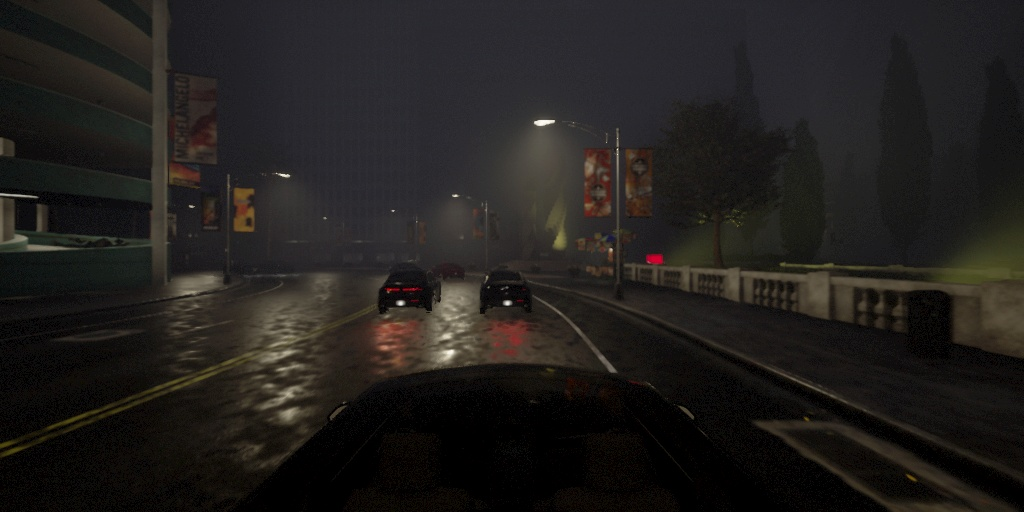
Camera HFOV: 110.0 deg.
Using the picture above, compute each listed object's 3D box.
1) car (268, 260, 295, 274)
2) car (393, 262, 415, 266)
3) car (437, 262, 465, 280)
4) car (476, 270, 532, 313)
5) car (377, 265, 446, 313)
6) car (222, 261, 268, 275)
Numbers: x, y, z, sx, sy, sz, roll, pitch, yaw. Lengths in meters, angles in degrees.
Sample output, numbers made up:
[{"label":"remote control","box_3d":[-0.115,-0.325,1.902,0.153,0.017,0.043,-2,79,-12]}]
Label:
[{"label":"car","box_3d":[-28.379,1.313,43.286,5.008,1.535,1.882,0,0,25]},{"label":"car","box_3d":[-9.117,1.282,30.143,1.882,1.535,5.008,0,0,-29]},{"label":"car","box_3d":[-5.699,1.283,31.164,1.882,1.535,5.008,0,0,-28]},{"label":"car","box_3d":[-0.374,1.279,14.183,1.837,1.490,4.892,0,0,-5]},{"label":"car","box_3d":[-3.871,1.280,14.124,1.837,1.490,4.892,0,0,-6]},{"label":"car","box_3d":[-30.467,1.323,40.417,4.902,1.511,2.128,0,0,24]}]
